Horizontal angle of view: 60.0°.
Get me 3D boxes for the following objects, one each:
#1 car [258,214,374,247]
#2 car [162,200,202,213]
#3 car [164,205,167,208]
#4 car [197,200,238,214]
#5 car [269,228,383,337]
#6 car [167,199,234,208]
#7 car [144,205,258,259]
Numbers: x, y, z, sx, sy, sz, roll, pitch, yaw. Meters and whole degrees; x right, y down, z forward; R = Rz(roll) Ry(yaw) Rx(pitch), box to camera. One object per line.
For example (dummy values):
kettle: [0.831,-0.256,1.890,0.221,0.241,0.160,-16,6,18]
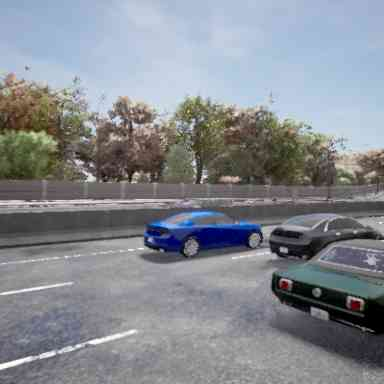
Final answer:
car: [4.743,1.510,11.430,4.892,1.490,1.837,0,0,-36]
car: [-1.091,1.584,37.599,4.181,1.385,1.994,0,0,-35]
car: [-0.839,1.614,29.188,4.718,1.301,1.895,0,0,-35]
car: [2.771,1.587,36.054,4.181,1.385,1.994,0,0,-35]
car: [3.793,1.604,6.452,4.718,1.301,1.895,0,0,-36]
car: [0.704,1.364,25.987,4.553,1.767,2.097,0,0,-35]
car: [0.599,1.482,12.770,5.008,1.535,1.882,0,0,-36]
